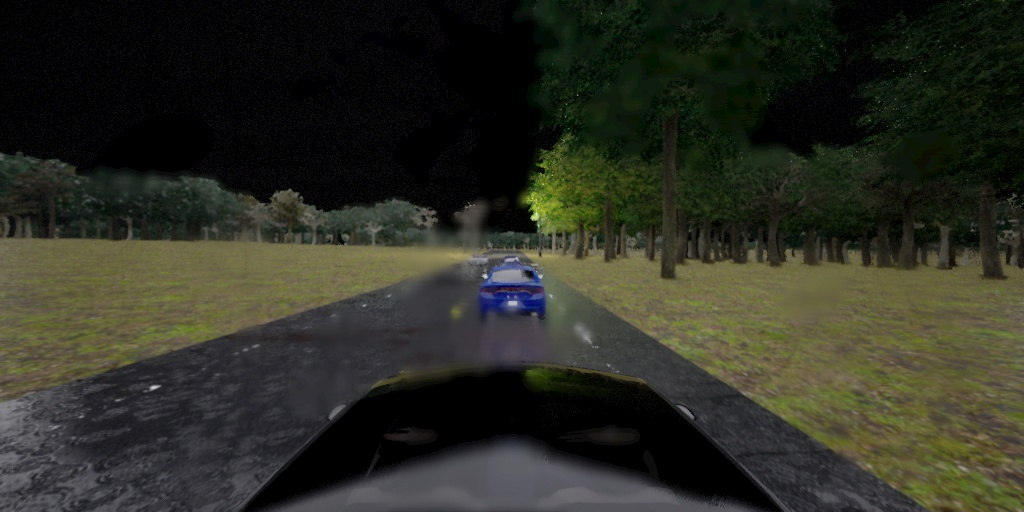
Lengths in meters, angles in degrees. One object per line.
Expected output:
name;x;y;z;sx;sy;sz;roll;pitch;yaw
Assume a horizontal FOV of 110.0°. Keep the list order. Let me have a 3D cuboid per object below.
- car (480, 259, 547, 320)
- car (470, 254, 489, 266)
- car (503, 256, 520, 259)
car;0.034;1.034;11.776;1.882;1.535;5.008;0;1;0
car;-3.752;0.451;41.404;1.895;1.301;4.718;0;2;0
car;-0.019;0.709;28.749;1.812;1.442;4.674;0;1;0
